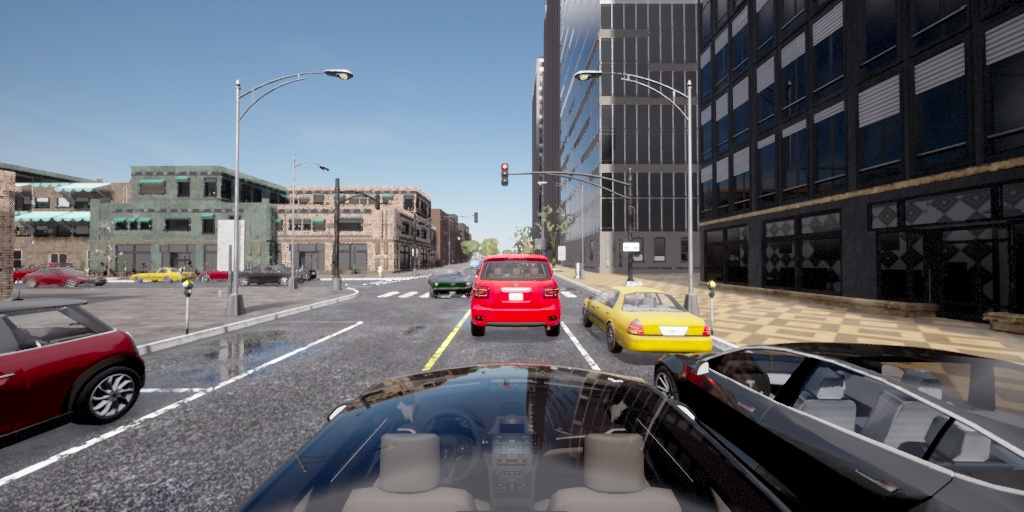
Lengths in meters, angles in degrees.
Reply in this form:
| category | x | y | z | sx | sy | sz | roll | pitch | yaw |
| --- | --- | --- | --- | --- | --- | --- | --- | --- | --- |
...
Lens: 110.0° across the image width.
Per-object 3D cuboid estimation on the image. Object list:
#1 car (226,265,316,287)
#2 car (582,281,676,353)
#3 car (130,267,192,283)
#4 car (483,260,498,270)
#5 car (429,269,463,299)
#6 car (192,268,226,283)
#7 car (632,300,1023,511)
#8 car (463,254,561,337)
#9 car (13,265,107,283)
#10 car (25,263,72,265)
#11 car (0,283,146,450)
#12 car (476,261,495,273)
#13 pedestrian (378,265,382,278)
| category | x | y | z | sx | sy | sz | roll | pitch | yaw |
| --- | --- | --- | --- | --- | --- | --- | --- | --- | --- |
| car | -17.139 | 1.384 | 25.655 | 4.892 | 1.490 | 1.837 | -1 | -1 | 0 |
| car | 2.815 | 1.277 | 8.589 | 1.751 | 1.417 | 4.829 | 0 | 0 | 0 |
| car | -30.735 | 1.624 | 31.570 | 4.829 | 1.417 | 1.751 | 0 | 0 | 1 |
| car | -3.195 | 1.311 | 54.160 | 2.033 | 1.411 | 5.357 | 0 | 0 | 0 |
| car | -3.227 | 1.354 | 18.401 | 1.895 | 1.301 | 4.718 | 0 | 0 | -15 |
| car | -25.017 | 1.485 | 31.509 | 4.097 | 1.591 | 1.967 | 0 | 0 | 1 |
| car | 2.656 | 1.316 | 2.776 | 1.948 | 1.339 | 4.313 | 0 | 0 | 0 |
| car | 0.083 | 0.974 | 10.465 | 2.150 | 2.045 | 5.566 | 0 | 0 | 0 |
| car | -32.134 | 1.548 | 25.807 | 4.674 | 1.442 | 1.812 | 0 | -1 | 1 |
| car | -41.661 | 1.519 | 31.688 | 5.009 | 1.841 | 2.192 | 0 | 0 | 1 |
| car | -5.692 | 1.190 | 2.814 | 1.967 | 1.591 | 4.097 | 0 | 0 | 0 |
| car | -3.182 | 1.308 | 43.972 | 2.033 | 1.411 | 5.357 | 0 | 0 | 0 |
| pedestrian | -12.608 | 1.395 | 34.328 | 0.375 | 1.300 | 0.375 | 0 | 0 | 1 |
